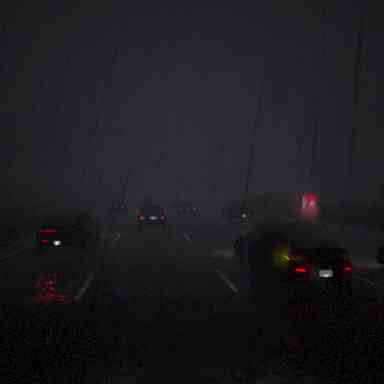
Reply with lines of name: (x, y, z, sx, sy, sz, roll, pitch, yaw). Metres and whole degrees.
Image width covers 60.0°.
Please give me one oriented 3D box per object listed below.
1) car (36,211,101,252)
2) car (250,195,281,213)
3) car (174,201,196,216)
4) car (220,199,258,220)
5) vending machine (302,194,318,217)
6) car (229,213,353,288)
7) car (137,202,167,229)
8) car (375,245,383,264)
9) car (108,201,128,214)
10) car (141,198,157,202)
car: (-5.137, 1.562, 14.269, 1.837, 1.490, 4.892, 0, 0, -7)
car: (6.608, 1.279, 31.819, 2.150, 2.045, 5.566, 0, 0, -8)
car: (-0.756, 1.639, 33.985, 2.033, 1.411, 5.357, 0, 0, -8)
car: (3.640, 1.563, 27.711, 1.837, 1.490, 4.892, 0, 0, -8)
vending machine: (10.794, 1.234, 30.505, 1.100, 2.100, 0.880, 0, 0, -8)
car: (2.536, 1.540, 9.236, 1.812, 1.442, 4.674, 0, 0, -6)
car: (-2.699, 1.616, 22.439, 2.033, 1.411, 5.357, 0, 0, -8)
car: (6.483, 1.541, 7.113, 2.033, 1.411, 5.357, 0, 0, -8)
car: (-8.274, 1.676, 37.264, 2.033, 1.411, 5.357, 0, 0, -8)
car: (-5.501, 1.485, 42.774, 2.097, 1.767, 4.553, 0, 0, -8)
